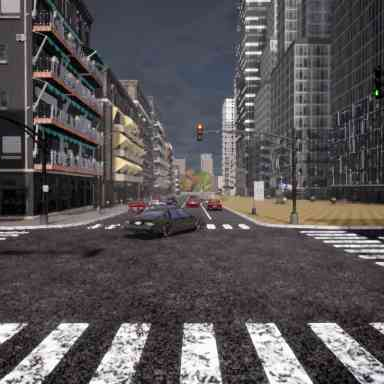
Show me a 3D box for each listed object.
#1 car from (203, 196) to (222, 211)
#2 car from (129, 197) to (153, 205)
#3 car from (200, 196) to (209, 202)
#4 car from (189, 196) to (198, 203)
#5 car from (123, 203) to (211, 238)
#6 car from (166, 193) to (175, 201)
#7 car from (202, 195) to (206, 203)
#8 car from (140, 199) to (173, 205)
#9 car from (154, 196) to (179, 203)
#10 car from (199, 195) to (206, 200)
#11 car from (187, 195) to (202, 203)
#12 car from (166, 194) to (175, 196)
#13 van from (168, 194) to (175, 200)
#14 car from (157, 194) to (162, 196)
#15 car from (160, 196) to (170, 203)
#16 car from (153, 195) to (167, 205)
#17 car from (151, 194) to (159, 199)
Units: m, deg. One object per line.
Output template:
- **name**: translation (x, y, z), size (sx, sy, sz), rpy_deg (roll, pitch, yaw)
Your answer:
- **car**: translation (2.720, 1.541, 41.073), size (1.887, 1.381, 4.507), rpy_deg (-1, 0, 0)
- **car**: translation (-5.637, 1.540, 35.382), size (1.887, 1.381, 4.507), rpy_deg (-1, 0, 0)
- **car**: translation (2.781, 1.548, 74.967), size (1.887, 1.381, 4.507), rpy_deg (-1, 0, 0)
- **car**: translation (0.223, 1.527, 69.693), size (1.812, 1.442, 4.674), rpy_deg (0, 0, 0)
- **car**: translation (-1.276, 1.503, 17.582), size (2.033, 1.411, 5.357), rpy_deg (0, 0, 30)
- **car**: translation (-5.549, 1.322, 86.222), size (2.192, 1.841, 5.009), rpy_deg (-1, 0, 0)
- **car**: translation (2.761, 1.551, 63.668), size (2.008, 1.369, 4.403), rpy_deg (-1, 0, 0)
- **car**: translation (-3.047, 1.597, 29.430), size (1.895, 1.301, 4.718), rpy_deg (0, 0, 0)
- **car**: translation (-3.017, 1.560, 39.490), size (1.994, 1.385, 4.181), rpy_deg (0, 0, 1)
- **car**: translation (2.812, 1.535, 92.084), size (1.752, 1.417, 4.829), rpy_deg (-1, 0, 0)
- **car**: translation (0.191, 1.561, 51.753), size (1.994, 1.385, 4.181), rpy_deg (0, 0, 0)
- **car**: translation (-2.999, 1.502, 49.671), size (1.837, 1.490, 4.892), rpy_deg (0, 0, 0)
- **van**: translation (-5.538, 1.351, 91.870), size (1.690, 1.788, 3.998), rpy_deg (-1, 0, 0)
- **car**: translation (-5.610, 1.312, 52.329), size (2.192, 1.841, 5.009), rpy_deg (-1, 0, 0)
- **car**: translation (-5.576, 1.584, 69.276), size (1.802, 1.307, 4.206), rpy_deg (-1, 0, 0)
- **car**: translation (-5.598, 1.439, 57.977), size (1.967, 1.590, 4.097), rpy_deg (-1, 0, 0)
- **car**: translation (-5.629, 1.436, 41.031), size (1.967, 1.590, 4.097), rpy_deg (-1, 0, 0)
